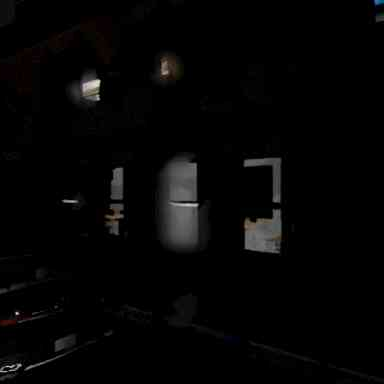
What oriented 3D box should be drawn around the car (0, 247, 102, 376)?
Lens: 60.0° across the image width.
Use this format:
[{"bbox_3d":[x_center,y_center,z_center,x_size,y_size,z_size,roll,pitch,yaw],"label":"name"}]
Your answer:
[{"bbox_3d":[-3.275,1.545,5.212,4.403,1.369,2.008,0,0,36],"label":"car"}]
